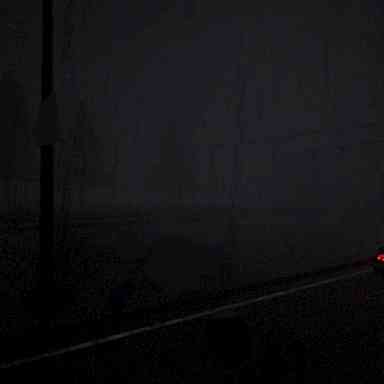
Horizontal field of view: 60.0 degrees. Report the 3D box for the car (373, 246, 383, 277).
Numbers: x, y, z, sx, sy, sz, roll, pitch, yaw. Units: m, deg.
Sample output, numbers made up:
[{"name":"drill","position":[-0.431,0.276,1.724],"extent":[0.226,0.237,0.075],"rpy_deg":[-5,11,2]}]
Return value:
[{"name":"car","position":[6.874,1.592,8.744],"extent":[5.357,1.411,2.033],"rpy_deg":[0,0,-35]}]
